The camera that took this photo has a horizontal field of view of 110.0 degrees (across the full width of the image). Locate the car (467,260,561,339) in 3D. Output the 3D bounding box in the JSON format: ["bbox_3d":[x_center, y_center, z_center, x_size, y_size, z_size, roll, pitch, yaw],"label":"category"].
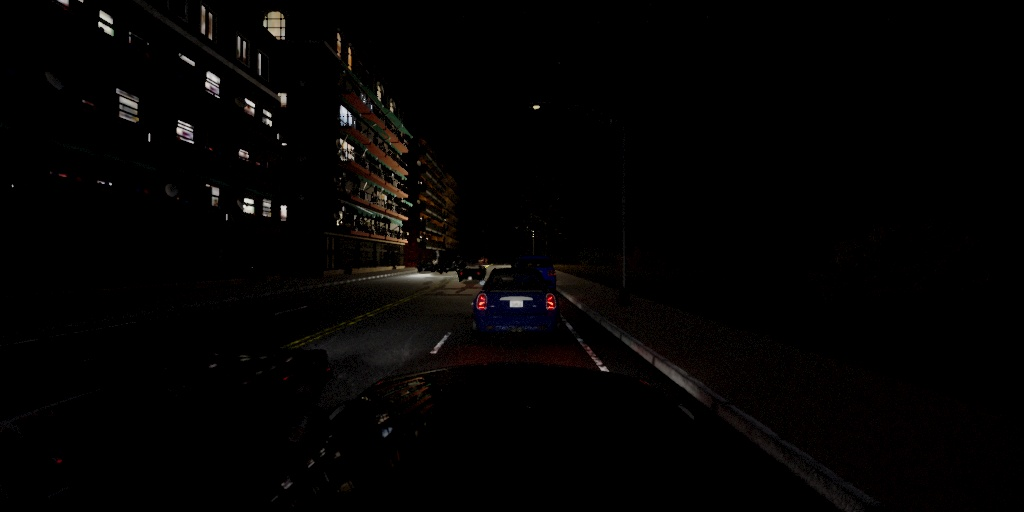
[{"bbox_3d":[0.098,1.104,10.222,2.097,1.767,4.553,0,0,0],"label":"car"}]

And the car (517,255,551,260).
[{"bbox_3d":[1.137,0.978,19.797,2.150,2.045,5.566,0,0,0],"label":"car"}]

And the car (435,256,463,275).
[{"bbox_3d":[-6.600,0.975,39.556,2.150,2.045,5.566,0,0,0],"label":"car"}]

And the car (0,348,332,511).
[{"bbox_3d":[-3.154,1.351,2.301,1.895,1.301,4.718,0,0,0],"label":"car"}]

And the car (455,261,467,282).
[{"bbox_3d":[-3.151,1.355,29.205,1.895,1.301,4.718,0,0,0],"label":"car"}]

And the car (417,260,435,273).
[{"bbox_3d":[-9.848,1.245,42.509,2.128,1.511,4.902,0,0,0],"label":"car"}]
